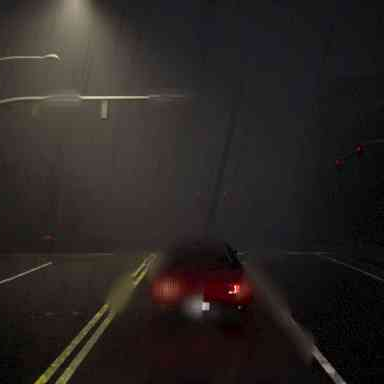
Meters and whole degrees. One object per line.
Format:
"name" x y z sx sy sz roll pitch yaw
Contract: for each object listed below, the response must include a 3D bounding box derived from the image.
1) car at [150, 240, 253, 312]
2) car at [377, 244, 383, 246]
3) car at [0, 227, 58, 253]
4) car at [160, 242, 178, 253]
"car" 0.198 1.830 8.190 1.895 1.301 4.718 0 -2 1
"car" 17.321 4.594 26.728 4.902 1.511 2.128 4 -10 1
"car" -13.696 3.844 26.661 5.566 2.045 2.150 0 -10 2
"car" -2.903 7.138 42.887 1.895 1.301 4.718 0 -10 1
